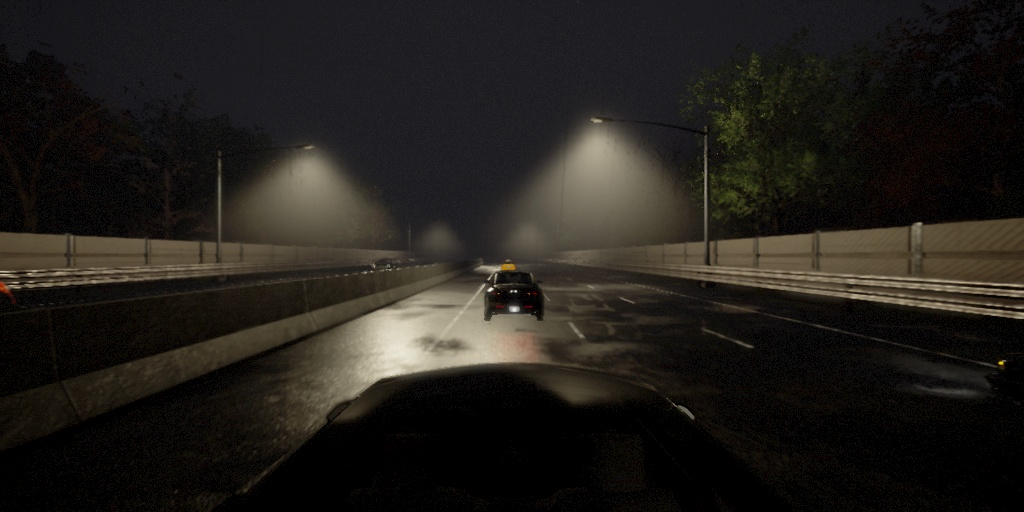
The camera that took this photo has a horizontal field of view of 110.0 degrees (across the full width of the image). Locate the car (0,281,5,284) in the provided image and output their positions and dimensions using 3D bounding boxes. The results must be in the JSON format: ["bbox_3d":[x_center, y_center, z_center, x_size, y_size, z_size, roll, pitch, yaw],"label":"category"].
[{"bbox_3d":[-17.631,1.108,9.893,2.097,1.767,4.553,0,0,0],"label":"car"}]

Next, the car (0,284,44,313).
[{"bbox_3d":[-10.613,1.355,5.891,1.895,1.301,4.718,0,0,0],"label":"car"}]

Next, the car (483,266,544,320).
[{"bbox_3d":[0.054,1.259,12.562,1.837,1.490,4.892,0,0,0],"label":"car"}]

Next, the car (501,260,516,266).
[{"bbox_3d":[-0.430,1.222,43.965,1.801,1.575,5.366,0,0,-1],"label":"car"}]

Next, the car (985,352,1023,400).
[{"bbox_3d":[7.100,1.296,2.128,2.033,1.411,5.357,0,0,0],"label":"car"}]

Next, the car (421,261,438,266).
[{"bbox_3d":[-11.245,1.329,49.257,1.994,1.385,4.181,0,0,-1],"label":"car"}]

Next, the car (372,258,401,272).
[{"bbox_3d":[-14.571,1.115,41.809,2.097,1.767,4.553,0,0,-1],"label":"car"}]
